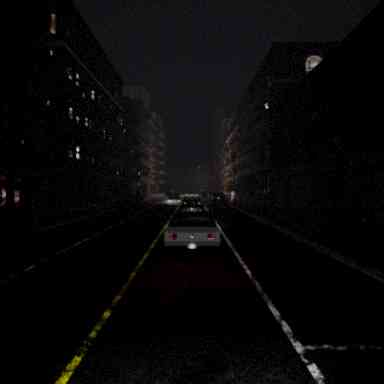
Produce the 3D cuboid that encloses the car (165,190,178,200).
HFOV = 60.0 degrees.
[{"bbox_3d":[-3.105,0.626,57.806,2.128,1.511,4.902,0,1,0],"label":"car"}]

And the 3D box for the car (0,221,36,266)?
[{"bbox_3d":[-5.696,1.449,8.841,1.802,1.307,4.206,0,1,0],"label":"car"}]

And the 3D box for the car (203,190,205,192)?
[{"bbox_3d":[3.078,0.645,47.348,2.097,1.767,4.553,0,1,0],"label":"car"}]

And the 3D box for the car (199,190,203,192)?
[{"bbox_3d":[2.644,0.574,65.199,2.008,1.369,4.403,0,1,0],"label":"car"}]

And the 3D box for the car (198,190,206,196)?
[{"bbox_3d":[2.628,0.206,87.910,1.752,1.417,4.829,0,1,0],"label":"car"}]

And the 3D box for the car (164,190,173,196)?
[{"bbox_3d":[-5.749,0.319,82.103,2.008,1.369,4.403,0,1,0],"label":"car"}]

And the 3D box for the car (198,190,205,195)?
[{"bbox_3d":[2.623,0.164,93.377,1.947,1.339,4.313,0,1,0],"label":"car"}]

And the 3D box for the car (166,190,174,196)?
[{"bbox_3d":[-5.754,0.234,87.739,2.008,1.369,4.403,0,1,0],"label":"car"}]

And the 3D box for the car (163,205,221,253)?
[{"bbox_3d":[0.026,1.409,12.810,1.895,1.301,4.718,0,1,0],"label":"car"}]

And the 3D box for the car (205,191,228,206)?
[{"bbox_3d":[3.083,0.749,40.348,2.097,1.767,4.553,0,1,0],"label":"car"}]

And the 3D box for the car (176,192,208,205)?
[{"bbox_3d":[0.022,1.067,28.420,2.128,1.511,4.902,0,1,0],"label":"car"}]

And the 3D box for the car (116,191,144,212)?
[{"bbox_3d":[-5.711,0.846,31.380,2.192,1.841,5.009,0,1,0],"label":"car"}]
